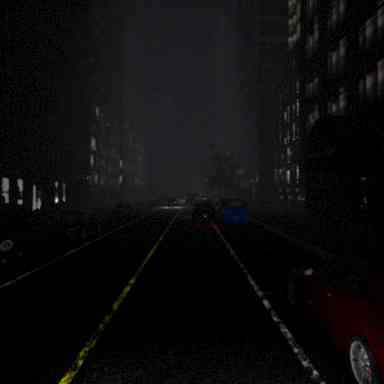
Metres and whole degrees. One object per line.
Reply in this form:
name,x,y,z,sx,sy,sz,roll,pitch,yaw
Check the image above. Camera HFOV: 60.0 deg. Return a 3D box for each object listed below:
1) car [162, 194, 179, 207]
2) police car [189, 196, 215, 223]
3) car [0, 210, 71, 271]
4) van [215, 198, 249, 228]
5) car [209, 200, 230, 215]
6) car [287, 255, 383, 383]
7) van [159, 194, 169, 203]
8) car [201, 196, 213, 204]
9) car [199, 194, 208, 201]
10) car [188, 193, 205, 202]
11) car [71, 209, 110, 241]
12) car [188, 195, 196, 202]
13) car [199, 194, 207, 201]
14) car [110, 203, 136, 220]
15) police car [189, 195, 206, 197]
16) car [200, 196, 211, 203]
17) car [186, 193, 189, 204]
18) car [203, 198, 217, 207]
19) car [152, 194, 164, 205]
car,-3.070,1.453,50.856,1.837,1.490,4.892,0,0,0
police car,0.905,1.403,25.095,1.930,1.638,5.238,0,0,0
car,-5.689,1.433,10.586,1.967,1.590,4.097,0,0,0
van,2.695,1.322,21.966,1.690,1.788,3.998,0,0,0
car,2.697,1.550,33.350,1.802,1.307,4.206,0,0,0
car,2.691,1.580,4.890,1.802,1.307,4.206,0,0,0
van,-5.677,1.261,67.511,1.690,1.788,3.998,0,0,0
car,2.702,1.483,61.813,2.008,1.369,4.403,0,0,0
car,2.706,1.331,78.890,1.967,1.590,4.097,0,0,0
car,0.907,1.311,40.956,2.097,1.767,4.553,0,0,0
car,-5.687,1.538,16.278,2.008,1.369,4.403,0,0,0
car,0.014,1.356,75.747,1.837,1.490,4.892,0,0,0
car,2.706,1.316,84.582,1.967,1.590,4.097,0,0,0
car,-5.685,1.556,27.663,1.802,1.307,4.206,0,0,0
police car,0.907,1.392,35.095,1.930,1.638,5.238,0,0,0
car,2.703,1.471,67.505,2.008,1.369,4.403,0,0,0
car,0.011,1.156,60.777,2.150,2.045,5.566,0,0,0
car,2.700,1.532,50.428,1.802,1.307,4.206,0,0,0
car,-5.680,1.493,56.126,2.008,1.369,4.403,0,0,0
